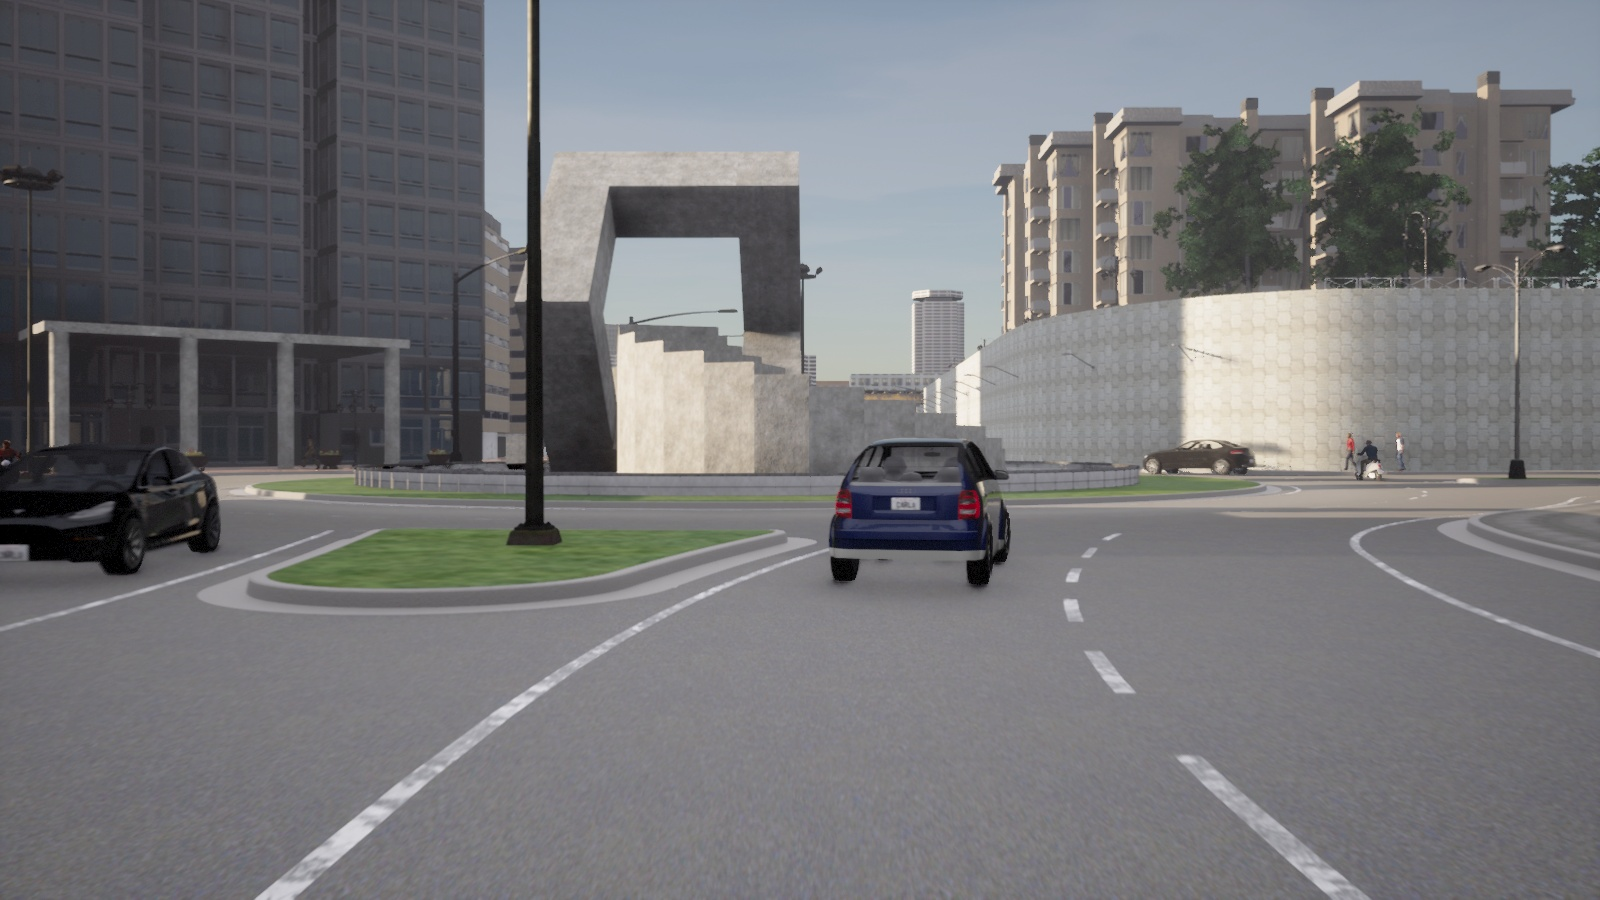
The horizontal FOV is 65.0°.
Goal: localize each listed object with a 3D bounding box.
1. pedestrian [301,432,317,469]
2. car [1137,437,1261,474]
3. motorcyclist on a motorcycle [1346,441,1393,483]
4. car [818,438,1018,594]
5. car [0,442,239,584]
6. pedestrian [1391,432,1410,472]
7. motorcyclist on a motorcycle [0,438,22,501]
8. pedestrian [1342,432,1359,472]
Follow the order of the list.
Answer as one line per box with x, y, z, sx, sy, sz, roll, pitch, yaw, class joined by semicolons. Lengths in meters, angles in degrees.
-25.672;0.026;65.638;0.692;1.930;0.396;0;0;-33;pedestrian
18.402;0.213;58.079;5.027;1.651;2.152;0;0;42;car
21.758;0.447;48.030;0.866;1.590;1.817;0;0;-5;motorcyclist on a motorcycle
1.493;0.645;14.529;1.789;1.549;3.705;0;0;14;car
-8.772;0.652;15.558;2.163;1.488;4.792;0;0;-9;car
27.869;0.096;58.270;0.706;1.836;0.354;0;0;3;pedestrian
-21.390;0.490;33.773;0.766;1.649;2.350;0;0;-32;motorcyclist on a motorcycle
25.615;0.093;58.471;0.636;1.846;0.331;0;0;5;pedestrian
